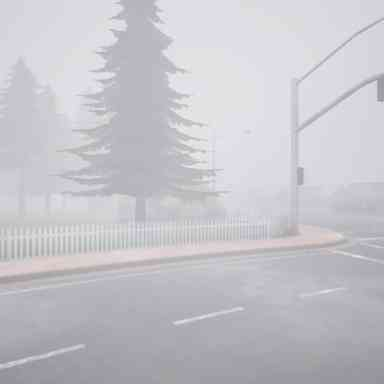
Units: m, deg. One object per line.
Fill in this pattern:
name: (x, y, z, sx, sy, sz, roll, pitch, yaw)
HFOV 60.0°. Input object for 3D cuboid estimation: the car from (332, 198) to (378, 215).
car: (16.884, 1.406, 34.713, 2.097, 1.767, 4.553, 0, 0, -18)
